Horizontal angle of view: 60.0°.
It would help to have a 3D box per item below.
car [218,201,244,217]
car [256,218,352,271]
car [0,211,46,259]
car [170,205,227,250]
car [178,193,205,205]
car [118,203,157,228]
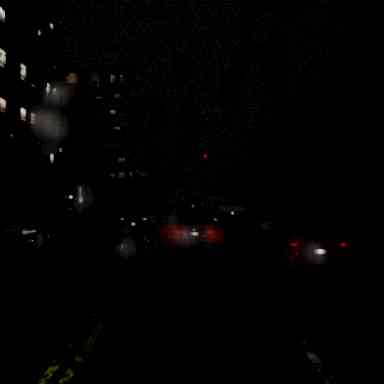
[{"bbox_3d":[3.341,1.445,29.570,1.895,1.301,4.718,0,0,0],"label":"car"},{"bbox_3d":[3.332,1.506,10.652,1.994,1.385,4.181,0,0,0],"label":"car"},{"bbox_3d":[-6.601,1.445,11.057,1.837,1.490,4.892,0,0,0],"label":"car"},{"bbox_3d":[0.095,1.471,13.881,2.033,1.411,5.357,0,0,0],"label":"car"},{"bbox_3d":[0.090,1.195,29.887,2.097,1.767,4.553,0,0,0],"label":"car"},{"bbox_3d":[-3.348,1.432,21.621,2.033,1.411,5.357,0,0,0],"label":"car"}]
